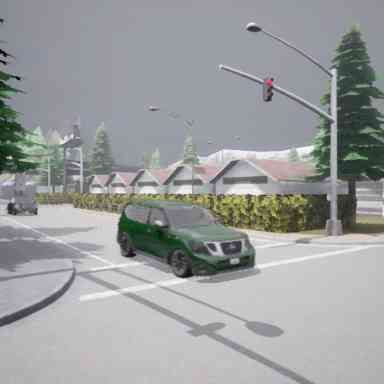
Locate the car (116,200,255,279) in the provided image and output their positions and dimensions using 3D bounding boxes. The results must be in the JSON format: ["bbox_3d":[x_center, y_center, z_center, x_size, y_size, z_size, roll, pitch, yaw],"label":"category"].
[{"bbox_3d":[-0.536,1.352,10.700,2.150,2.045,5.566,0,1,-36],"label":"car"}]

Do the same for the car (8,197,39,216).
[{"bbox_3d":[-16.316,1.273,32.084,2.097,1.767,4.553,0,0,-36],"label":"car"}]
